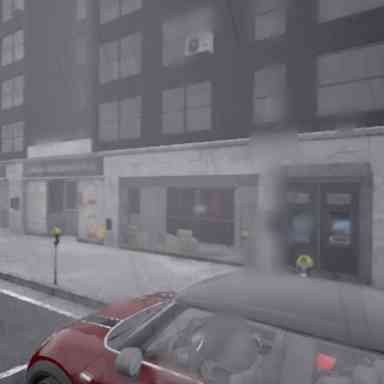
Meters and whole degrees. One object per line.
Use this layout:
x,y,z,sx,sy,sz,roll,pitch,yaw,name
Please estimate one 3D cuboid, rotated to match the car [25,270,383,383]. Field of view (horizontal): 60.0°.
0.371,1.438,2.805,4.097,1.590,1.967,0,1,36,car
